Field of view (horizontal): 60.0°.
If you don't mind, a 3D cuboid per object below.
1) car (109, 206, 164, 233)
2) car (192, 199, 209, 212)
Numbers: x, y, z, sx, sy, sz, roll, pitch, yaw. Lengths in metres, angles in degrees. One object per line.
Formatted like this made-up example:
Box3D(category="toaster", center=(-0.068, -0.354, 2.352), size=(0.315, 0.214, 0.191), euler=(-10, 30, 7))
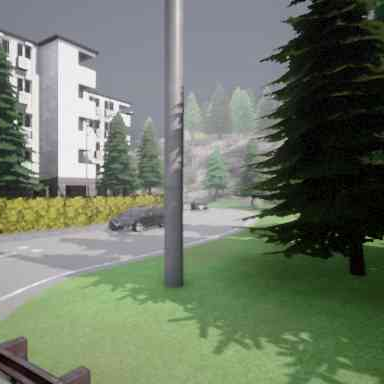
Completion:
Box3D(category="car", center=(-3.324, 1.674, 21.399), size=(1.837, 1.490, 4.892), euler=(0, 0, 24))
Box3D(category="car", center=(0.969, 1.657, 41.710), size=(2.128, 1.511, 4.902), euler=(0, 0, -3))
